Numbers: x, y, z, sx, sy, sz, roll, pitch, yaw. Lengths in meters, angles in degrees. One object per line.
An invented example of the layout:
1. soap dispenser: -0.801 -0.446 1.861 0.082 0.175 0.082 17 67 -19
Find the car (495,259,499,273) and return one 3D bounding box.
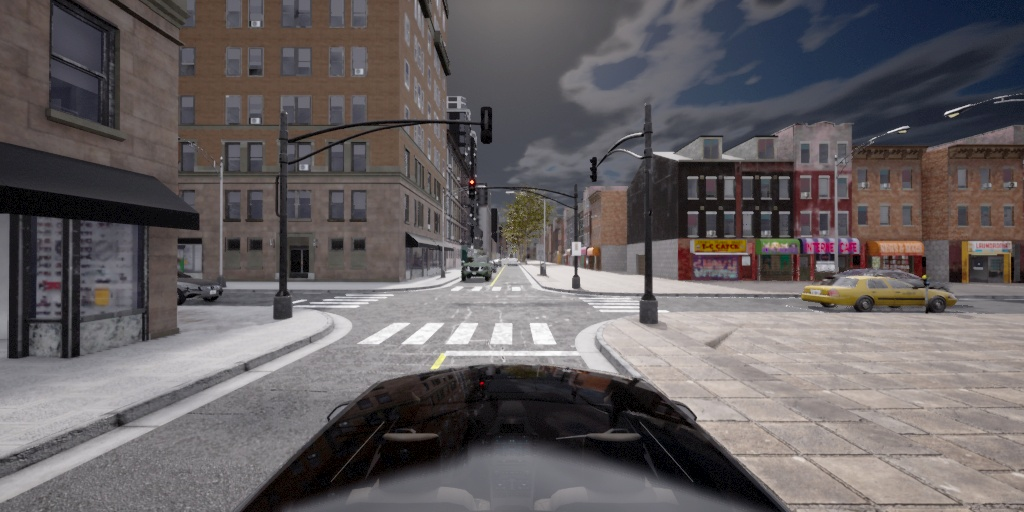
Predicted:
1. car: -2.859 1.293 42.143 1.994 1.385 4.181 0 0 0

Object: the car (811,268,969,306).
1. car: 16.842 1.348 16.192 4.902 1.511 2.128 0 0 0

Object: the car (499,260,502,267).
1. car: -2.780 1.291 62.775 1.994 1.385 4.181 0 0 0

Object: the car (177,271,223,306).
1. car: -14.412 1.195 14.481 4.674 1.442 1.812 0 0 0

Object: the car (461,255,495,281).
1. car: -2.856 0.959 29.829 2.150 2.045 5.566 0 0 0

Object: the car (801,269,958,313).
1. car: 13.881 1.346 13.655 4.829 1.417 1.751 0 0 0
